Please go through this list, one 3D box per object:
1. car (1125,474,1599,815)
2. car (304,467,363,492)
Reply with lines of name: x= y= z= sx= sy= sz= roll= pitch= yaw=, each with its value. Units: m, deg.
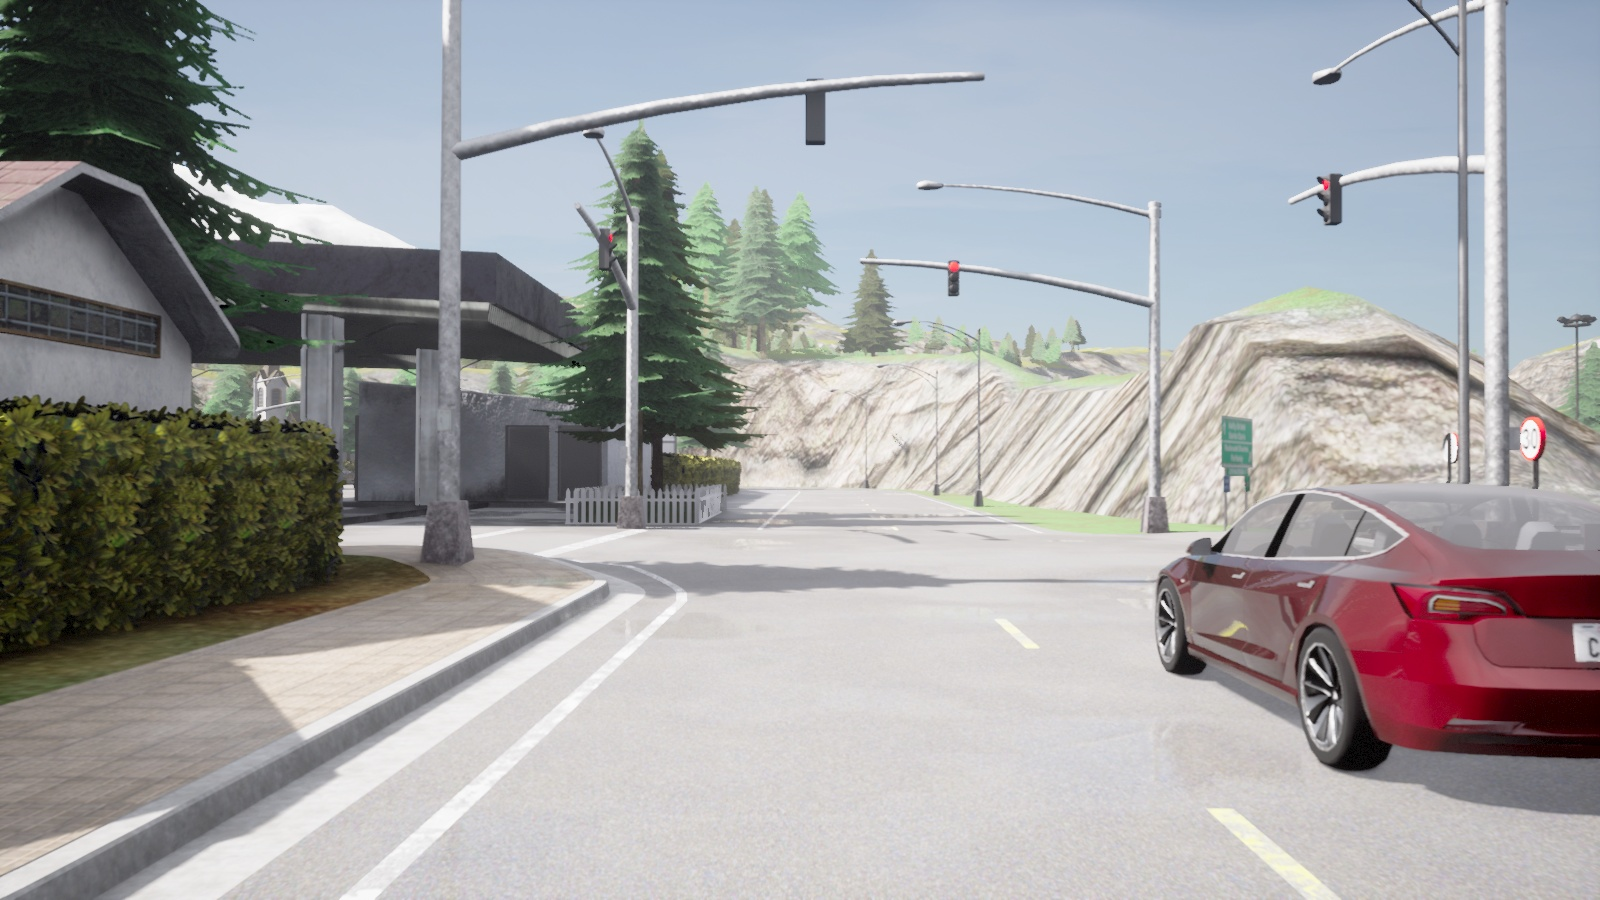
car: x=3.733 y=0.914 z=7.986 sx=2.163 sy=1.488 sz=4.792 roll=0 pitch=-1 yaw=1
car: x=-32.317 y=2.011 z=87.181 sx=2.152 sy=1.651 sz=5.027 roll=0 pitch=-1 yaw=1
